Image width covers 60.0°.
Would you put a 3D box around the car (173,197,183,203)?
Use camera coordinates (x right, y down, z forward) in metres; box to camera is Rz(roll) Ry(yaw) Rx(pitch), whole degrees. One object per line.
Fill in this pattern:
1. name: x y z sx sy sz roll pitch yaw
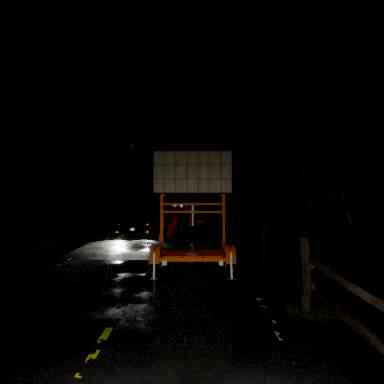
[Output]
1. car: -2.605 1.684 63.537 2.033 1.411 5.357 0 0 0

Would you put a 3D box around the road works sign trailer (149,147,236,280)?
1. road works sign trailer: 0.022 0.464 9.917 2.380 3.560 2.880 0 0 0

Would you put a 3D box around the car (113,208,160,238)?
1. car: -2.809 1.564 17.624 1.994 1.385 4.181 0 0 0
